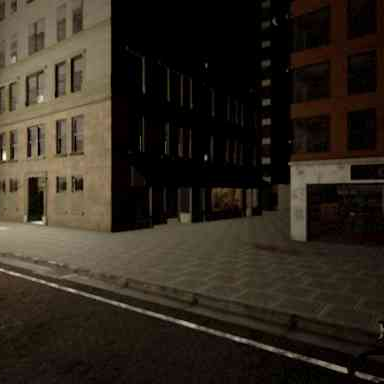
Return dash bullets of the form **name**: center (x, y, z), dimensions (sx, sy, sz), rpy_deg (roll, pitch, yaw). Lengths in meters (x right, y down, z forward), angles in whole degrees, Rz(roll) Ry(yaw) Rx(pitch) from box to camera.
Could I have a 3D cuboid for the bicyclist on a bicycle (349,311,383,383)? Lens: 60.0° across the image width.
- **bicyclist on a bicycle**: center (2.306, 1.454, 3.009), dimensions (1.656, 1.620, 0.582), rpy_deg (0, 0, 36)
